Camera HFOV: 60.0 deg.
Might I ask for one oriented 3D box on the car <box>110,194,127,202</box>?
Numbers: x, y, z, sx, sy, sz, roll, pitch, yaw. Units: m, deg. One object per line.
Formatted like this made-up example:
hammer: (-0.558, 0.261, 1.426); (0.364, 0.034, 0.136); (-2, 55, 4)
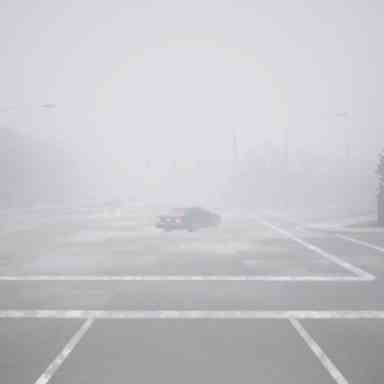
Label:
car: (-14.032, 1.120, 63.842); (2.033, 1.411, 5.357); (0, 1, 0)

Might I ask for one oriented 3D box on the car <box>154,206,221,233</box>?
car: (-0.087, 1.536, 19.595); (2.033, 1.411, 5.357); (0, 0, 28)

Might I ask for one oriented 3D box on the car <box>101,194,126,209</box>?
car: (-10.609, 1.413, 46.036); (1.882, 1.535, 5.008); (0, 1, 0)

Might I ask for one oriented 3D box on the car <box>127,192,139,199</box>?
car: (-14.027, 0.852, 79.605); (1.882, 1.535, 5.008); (0, 0, 0)

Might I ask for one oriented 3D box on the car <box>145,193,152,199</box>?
car: (-10.527, 0.921, 77.387); (2.033, 1.411, 5.357); (0, 0, 0)

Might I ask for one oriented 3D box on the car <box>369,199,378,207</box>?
car: (30.077, 1.698, 53.391); (1.994, 1.385, 4.181); (0, 0, 45)

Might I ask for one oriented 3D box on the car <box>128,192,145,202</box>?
car: (-10.563, 1.188, 61.791); (1.994, 1.385, 4.181); (0, 2, 1)

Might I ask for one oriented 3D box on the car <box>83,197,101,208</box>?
car: (-14.105, 1.436, 47.799); (1.812, 1.442, 4.674); (0, 1, 0)
